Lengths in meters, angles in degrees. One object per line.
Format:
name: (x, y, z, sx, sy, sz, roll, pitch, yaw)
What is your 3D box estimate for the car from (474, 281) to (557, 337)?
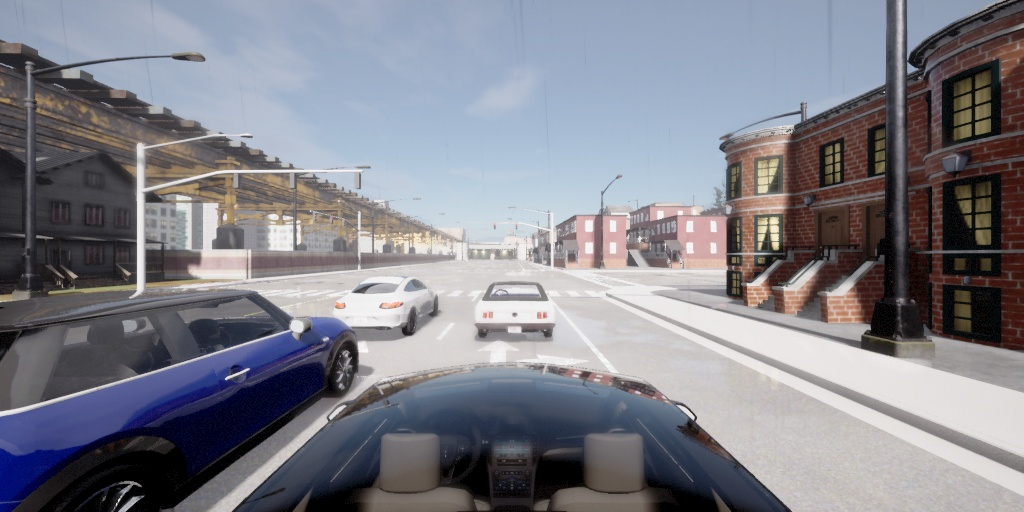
car: (0.106, 1.351, 10.223, 1.895, 1.301, 4.718, 0, 0, 1)

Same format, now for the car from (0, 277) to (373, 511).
car: (-3.399, 1.102, 3.688, 2.097, 1.767, 4.553, 0, 0, 0)

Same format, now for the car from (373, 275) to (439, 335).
car: (-3.396, 1.276, 10.331, 1.812, 1.442, 4.674, 0, 0, 0)
